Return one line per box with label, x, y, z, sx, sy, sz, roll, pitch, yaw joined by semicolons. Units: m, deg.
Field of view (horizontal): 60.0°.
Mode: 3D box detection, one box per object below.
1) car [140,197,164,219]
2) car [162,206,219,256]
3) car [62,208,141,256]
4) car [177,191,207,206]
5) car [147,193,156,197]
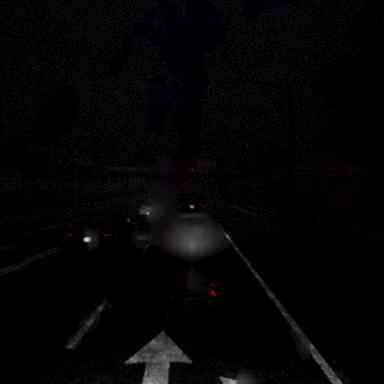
car;-3.449;1.465;28.495;1.812;1.442;4.674;0;0;1
car;0.047;1.498;12.951;1.812;1.442;4.674;0;0;1
car;-3.452;1.537;13.034;1.994;1.385;4.181;0;0;1
car;0.028;1.163;26.237;2.150;2.045;5.566;0;0;0
car;-10.494;0.939;86.208;1.812;1.442;4.674;0;1;0
